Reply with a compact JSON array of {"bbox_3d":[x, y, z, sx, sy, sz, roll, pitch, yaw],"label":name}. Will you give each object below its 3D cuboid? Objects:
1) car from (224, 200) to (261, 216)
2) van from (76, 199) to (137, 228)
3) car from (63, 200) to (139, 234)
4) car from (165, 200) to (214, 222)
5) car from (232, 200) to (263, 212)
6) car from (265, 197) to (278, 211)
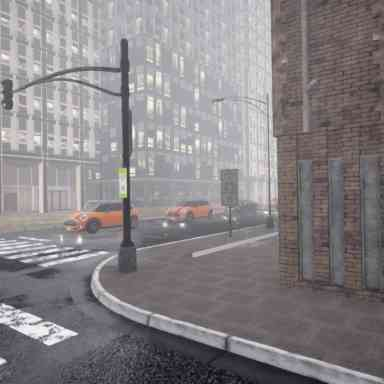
[{"bbox_3d":[5.131,1.590,34.359,2.128,1.511,4.902,-1,-1,36],"label":"car"},{"bbox_3d":[-5.916,1.460,23.512,1.690,1.788,3.998,-2,-1,36],"label":"van"},{"bbox_3d":[-5.358,1.416,19.912,2.097,1.767,4.553,-1,-1,37],"label":"car"},{"bbox_3d":[-0.149,1.433,27.066,2.097,1.767,4.553,-1,-1,36],"label":"car"},{"bbox_3d":[6.993,1.689,41.367,1.752,1.417,4.829,-2,-1,36],"label":"car"},{"bbox_3d":[11.075,1.471,42.538,2.097,1.767,4.553,-1,-1,36],"label":"car"}]
